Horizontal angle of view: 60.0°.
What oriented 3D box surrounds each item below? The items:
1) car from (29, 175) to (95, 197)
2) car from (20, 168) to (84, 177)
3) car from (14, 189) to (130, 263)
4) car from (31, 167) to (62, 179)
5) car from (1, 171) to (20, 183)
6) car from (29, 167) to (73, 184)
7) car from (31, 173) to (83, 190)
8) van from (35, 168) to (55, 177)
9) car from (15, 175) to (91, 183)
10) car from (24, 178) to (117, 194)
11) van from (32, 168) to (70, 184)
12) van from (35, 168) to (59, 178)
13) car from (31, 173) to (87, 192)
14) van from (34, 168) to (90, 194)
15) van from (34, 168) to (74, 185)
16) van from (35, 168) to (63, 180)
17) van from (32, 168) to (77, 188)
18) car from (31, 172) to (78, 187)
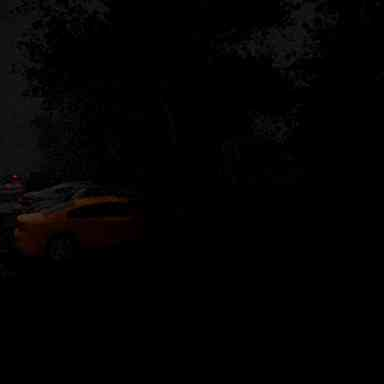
[{"bbox_3d":[-10.551,-0.562,27.100,4.792,1.488,2.163,-4,6,-25],"label":"car"},{"bbox_3d":[-9.332,-0.635,24.598,5.566,2.045,2.435,-4,6,-25],"label":"car"},{"bbox_3d":[-2.371,0.866,9.715,5.008,1.535,2.097,-4,6,-25],"label":"car"},{"bbox_3d":[-29.371,-3.882,67.221,5.566,2.045,2.435,-4,5,-25],"label":"car"},{"bbox_3d":[-26.225,-2.145,48.987,2.128,1.511,4.902,-4,5,-25],"label":"car"},{"bbox_3d":[-19.936,-2.388,47.085,5.566,2.045,2.435,-4,5,-25],"label":"car"},{"bbox_3d":[-14.016,-1.174,34.622,4.792,1.488,2.163,-4,5,-25],"label":"car"},{"bbox_3d":[-37.384,-4.995,84.689,4.442,1.987,1.878,-4,4,-25],"label":"van"},{"bbox_3d":[-7.175,0.044,19.530,5.366,1.575,1.946,-4,6,-25],"label":"car"},{"bbox_3d":[-3.514,0.529,12.220,4.553,1.767,2.185,-4,6,-25],"label":"car"},{"bbox_3d":[-18.843,-2.172,44.547,4.442,1.987,1.878,-4,5,-25],"label":"van"},{"bbox_3d":[-30.412,-4.050,69.787,4.442,1.987,1.878,-4,5,-25],"label":"van"},{"bbox_3d":[-12.898,-0.985,32.238,4.792,1.488,2.163,-4,6,-25],"label":"car"},{"bbox_3d":[-11.650,-1.041,29.750,4.442,1.987,1.878,-4,6,-25],"label":"van"},{"bbox_3d":[-17.459,-1.999,42.142,4.442,1.987,1.878,-4,5,-25],"label":"van"},{"bbox_3d":[-25.721,-3.307,59.776,4.442,1.987,1.878,-4,5,-25],"label":"van"},{"bbox_3d":[-15.311,-1.611,37.028,4.442,1.987,1.878,-4,5,-25],"label":"van"},{"bbox_3d":[-16.383,-1.582,39.612,5.008,1.535,2.097,-4,5,-25],"label":"car"}]
